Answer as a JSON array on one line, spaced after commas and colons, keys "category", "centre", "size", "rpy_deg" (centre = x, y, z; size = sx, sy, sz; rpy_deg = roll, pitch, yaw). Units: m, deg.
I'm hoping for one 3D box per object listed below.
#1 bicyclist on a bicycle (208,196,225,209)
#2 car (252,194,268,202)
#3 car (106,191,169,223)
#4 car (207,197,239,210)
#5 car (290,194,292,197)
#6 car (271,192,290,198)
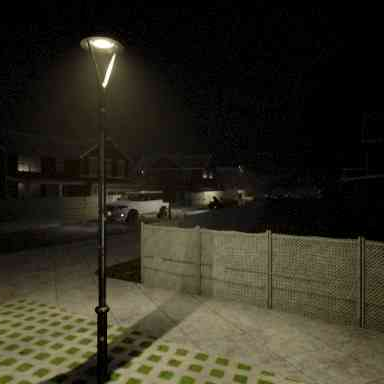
[{"category": "bicyclist on a bicycle", "centre": [1.550, 1.068, 20.741], "size": [1.656, 1.620, 0.582], "rpy_deg": [0, 1, 32]}, {"category": "car", "centre": [10.178, 0.967, 49.353], "size": [1.895, 1.301, 4.718], "rpy_deg": [0, 1, 22]}, {"category": "car", "centre": [-3.792, 0.957, 23.337], "size": [2.150, 2.045, 5.566], "rpy_deg": [0, 1, 32]}, {"category": "car", "centre": [3.305, 1.164, 35.365], "size": [1.895, 1.301, 4.718], "rpy_deg": [0, 1, 28]}, {"category": "car", "centre": [16.265, 0.700, 57.845], "size": [2.128, 1.511, 4.902], "rpy_deg": [0, 1, 19]}, {"category": "car", "centre": [12.679, 0.867, 48.275], "size": [1.837, 1.490, 4.892], "rpy_deg": [0, 1, 23]}]
